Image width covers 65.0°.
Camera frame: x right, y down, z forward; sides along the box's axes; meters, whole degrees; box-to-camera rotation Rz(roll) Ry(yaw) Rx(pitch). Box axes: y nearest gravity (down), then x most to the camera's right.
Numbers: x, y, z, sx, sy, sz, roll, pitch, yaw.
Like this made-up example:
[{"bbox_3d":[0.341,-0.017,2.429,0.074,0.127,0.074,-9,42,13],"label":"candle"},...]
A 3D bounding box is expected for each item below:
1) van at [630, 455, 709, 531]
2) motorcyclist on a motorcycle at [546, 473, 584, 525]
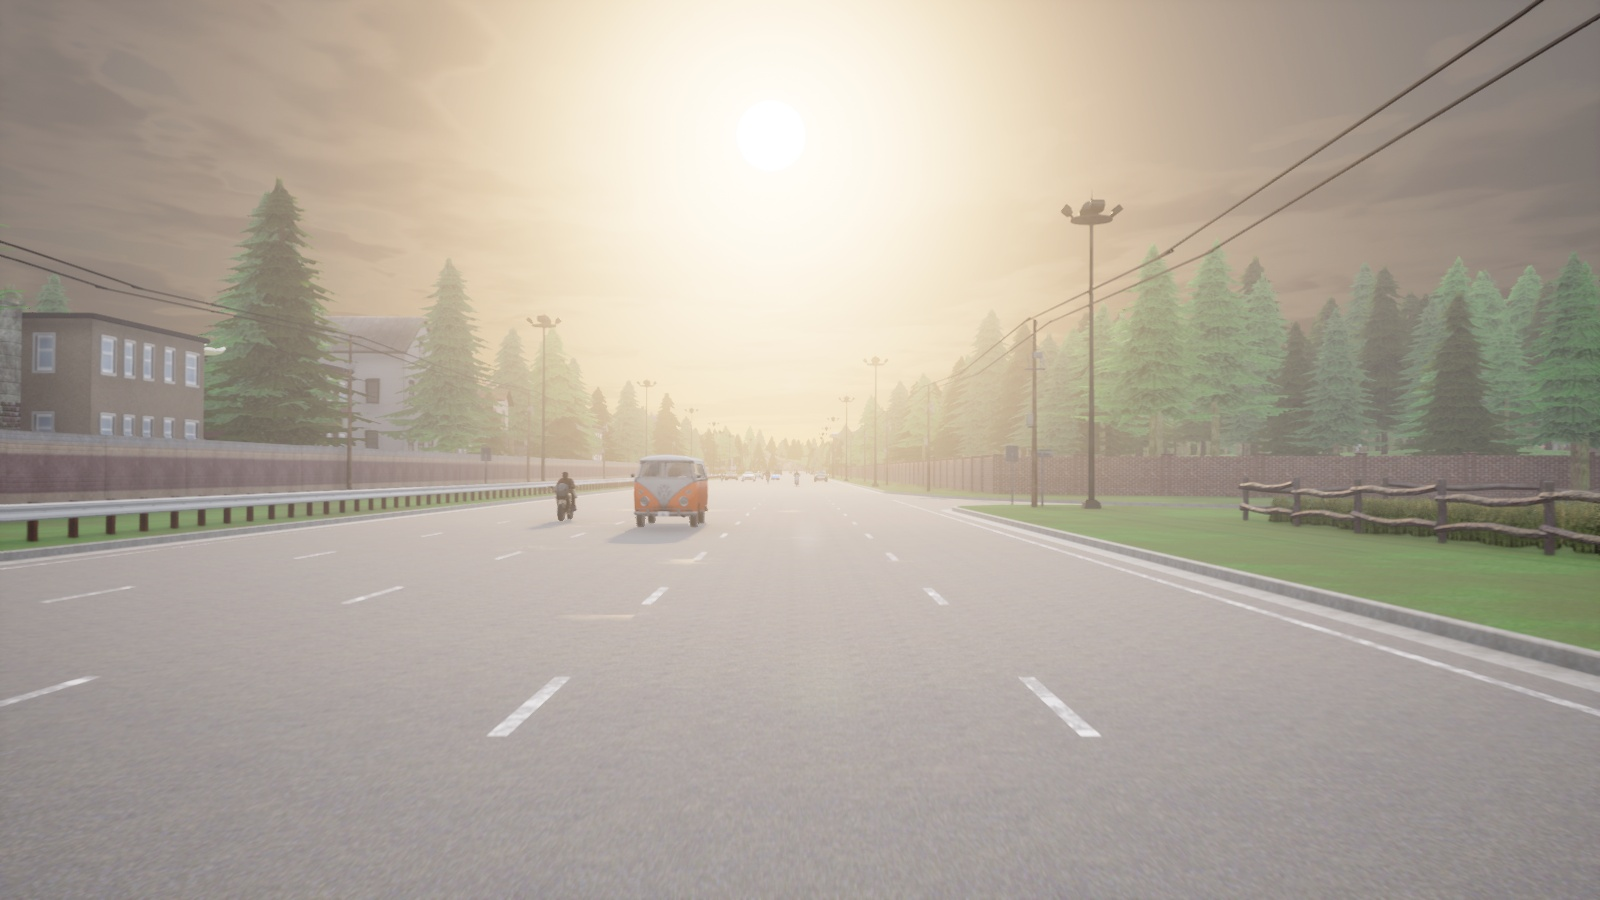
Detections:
[{"bbox_3d":[-3.585,1.171,35.220,1.775,1.987,4.442,0,-1,0],"label":"van"},{"bbox_3d":[-7.091,1.461,37.978,0.797,1.523,2.044,0,-1,0],"label":"motorcyclist on a motorcycle"}]
